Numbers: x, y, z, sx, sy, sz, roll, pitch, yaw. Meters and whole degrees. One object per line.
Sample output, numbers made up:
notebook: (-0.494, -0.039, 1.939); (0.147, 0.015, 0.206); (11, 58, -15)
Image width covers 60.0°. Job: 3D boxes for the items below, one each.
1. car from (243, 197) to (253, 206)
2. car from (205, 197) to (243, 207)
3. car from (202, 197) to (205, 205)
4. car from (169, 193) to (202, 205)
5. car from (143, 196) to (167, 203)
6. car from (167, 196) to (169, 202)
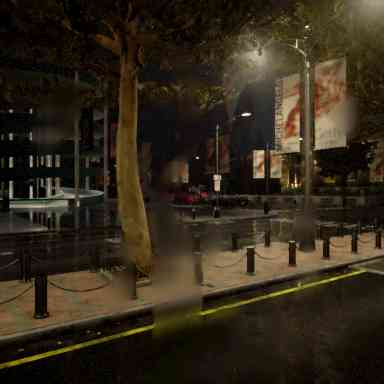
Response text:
car: (7.500, 1.491, 52.763); (2.128, 1.511, 4.902); (0, 0, -35)
car: (4.743, 1.547, 50.619); (2.033, 1.411, 5.357); (0, 0, -35)
car: (1.854, 1.547, 60.713); (2.033, 1.411, 5.357); (0, 0, -36)
car: (-1.166, 1.221, 58.921); (2.150, 2.045, 5.566); (0, 0, -36)
car: (-7.826, 1.478, 66.762); (5.008, 1.535, 1.882); (0, 0, 42)
car: (-4.461, 1.526, 68.535); (1.812, 1.442, 4.674); (0, 0, -44)
